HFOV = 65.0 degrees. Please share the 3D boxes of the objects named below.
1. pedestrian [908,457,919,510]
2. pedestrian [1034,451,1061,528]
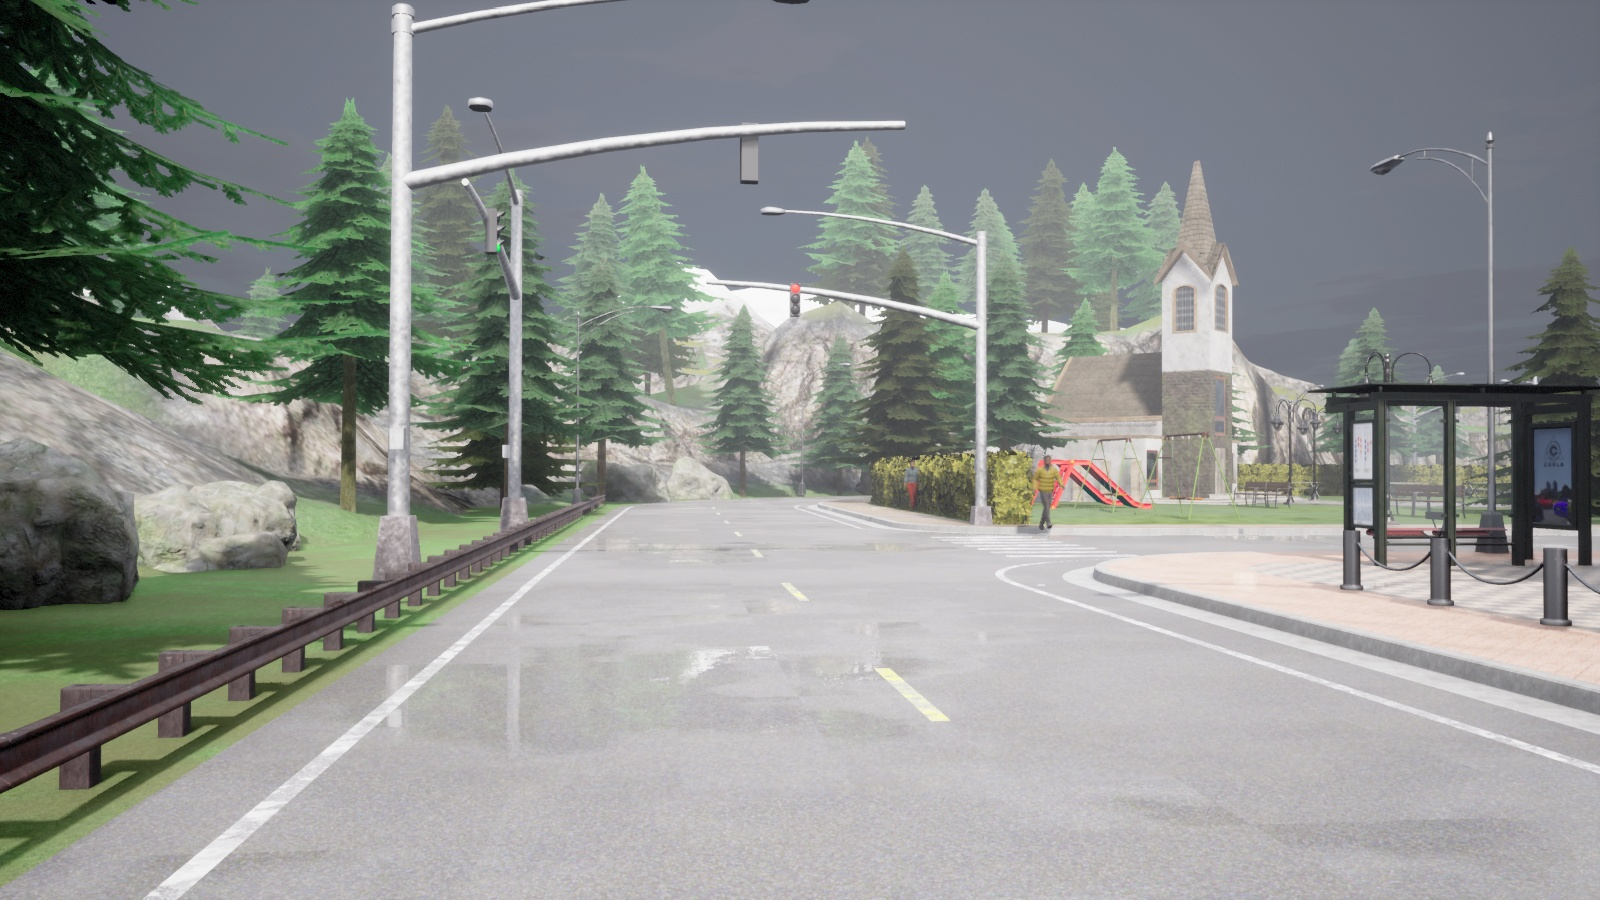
[{"bbox_3d":[3.997,1.187,44.262,0.353,1.847,0.614,0,-1,7],"label":"pedestrian"},{"bbox_3d":[5.919,0.940,30.071,0.431,1.840,0.709,0,-1,-6],"label":"pedestrian"}]
